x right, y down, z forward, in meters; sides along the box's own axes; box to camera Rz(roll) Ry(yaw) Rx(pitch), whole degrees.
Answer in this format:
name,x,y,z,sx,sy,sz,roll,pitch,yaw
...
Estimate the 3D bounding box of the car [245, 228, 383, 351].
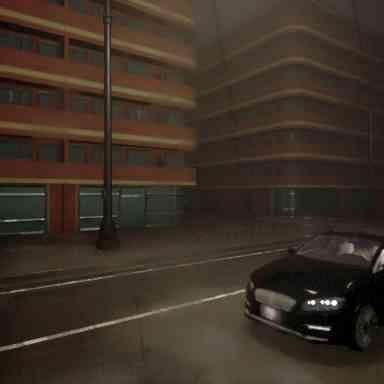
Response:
name,x,y,z,sx,sy,sz,roll,pitch,yaw
car,3.115,1.489,6.270,4.902,1.511,2.128,0,0,-36
